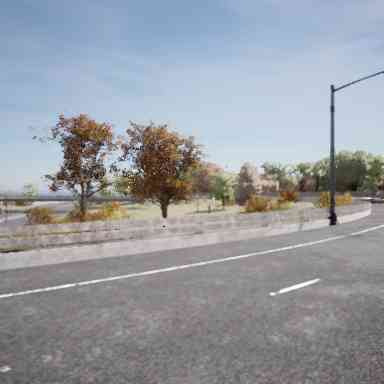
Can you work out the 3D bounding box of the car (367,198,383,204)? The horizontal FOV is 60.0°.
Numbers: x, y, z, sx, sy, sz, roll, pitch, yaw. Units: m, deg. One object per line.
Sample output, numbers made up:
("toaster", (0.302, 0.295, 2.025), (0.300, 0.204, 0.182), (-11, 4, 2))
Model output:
("car", (43.208, 2.057, 78.622), (2.033, 1.411, 5.357), (0, 0, 5))
